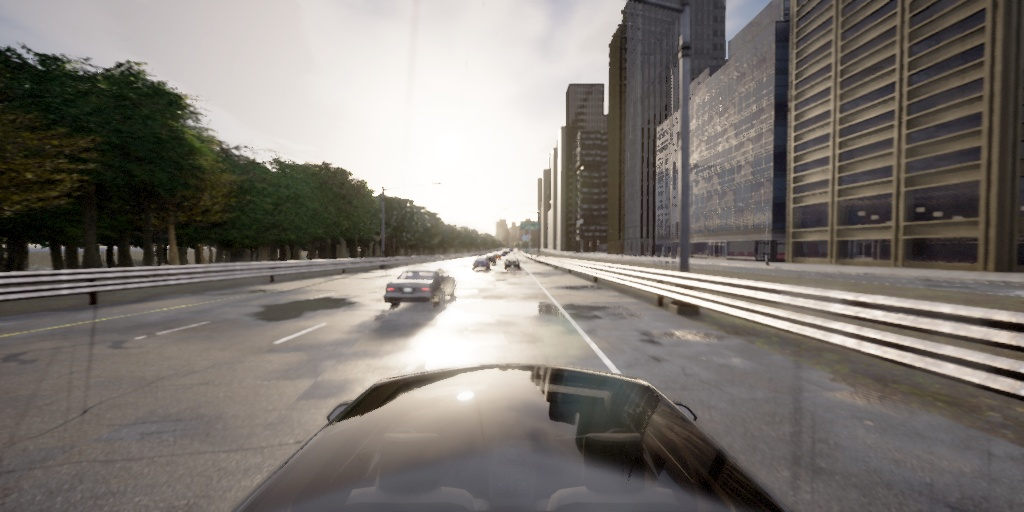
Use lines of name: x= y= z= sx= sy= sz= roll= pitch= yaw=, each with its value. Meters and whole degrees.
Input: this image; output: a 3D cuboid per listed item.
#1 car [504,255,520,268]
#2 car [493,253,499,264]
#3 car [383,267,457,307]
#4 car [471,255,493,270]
car: x=0.024 y=0.889 z=45.970 sx=1.895 sy=1.301 sz=4.718 roll=0 pitch=1 yaw=0
car: x=-3.661 y=0.638 z=61.067 sx=1.837 sy=1.490 sz=4.892 roll=0 pitch=1 yaw=0
car: x=-3.504 y=1.159 z=14.565 sx=2.033 sy=1.411 sz=5.357 roll=0 pitch=1 yaw=0
car: x=-3.572 y=0.850 z=42.538 sx=1.812 sy=1.442 sz=4.674 roll=0 pitch=1 yaw=0
